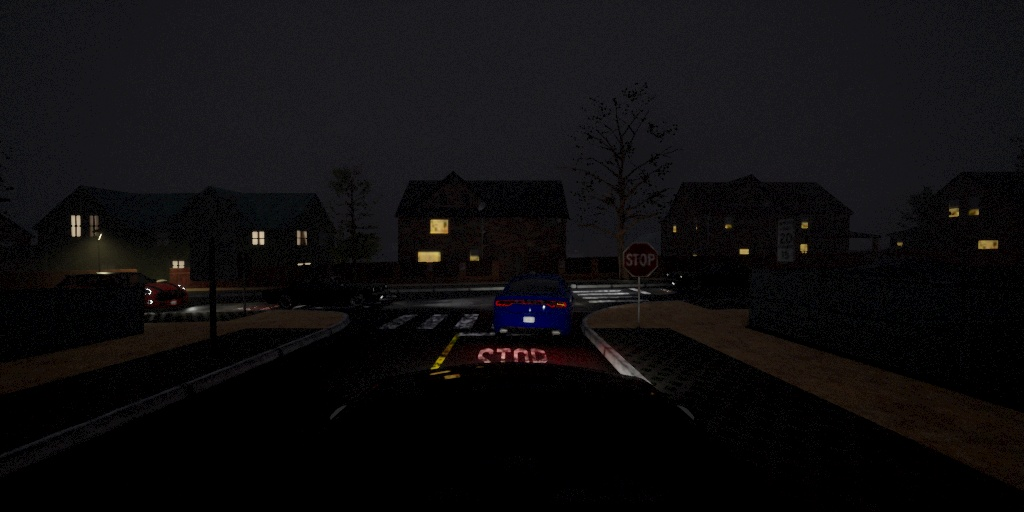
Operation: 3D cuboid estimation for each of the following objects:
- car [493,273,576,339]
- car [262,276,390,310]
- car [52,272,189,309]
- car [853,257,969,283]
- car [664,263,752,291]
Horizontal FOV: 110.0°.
[{"bbox_3d":[0.788,1.226,10.198,1.882,1.535,5.008,0,0,10],"label":"car"},{"bbox_3d":[-7.808,1.506,15.408,4.718,1.301,1.895,-1,1,0],"label":"car"},{"bbox_3d":[-16.796,1.472,15.402,4.553,1.767,2.097,-1,1,0],"label":"car"},{"bbox_3d":[20.060,0.753,18.365,5.357,1.411,2.033,-1,1,0],"label":"car"},{"bbox_3d":[10.414,1.034,18.331,4.718,1.301,1.895,-1,1,-1],"label":"car"}]
